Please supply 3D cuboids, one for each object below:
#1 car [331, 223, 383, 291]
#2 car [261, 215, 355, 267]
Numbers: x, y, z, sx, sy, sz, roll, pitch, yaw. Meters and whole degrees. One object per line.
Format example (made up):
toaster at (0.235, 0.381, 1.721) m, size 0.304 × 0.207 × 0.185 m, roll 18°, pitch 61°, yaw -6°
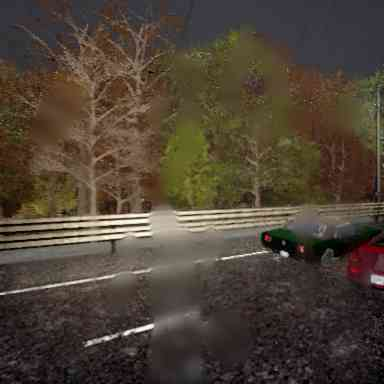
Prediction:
car at (5.412, 1.491, 7.649) m, size 4.674 × 1.442 × 1.812 m, roll 0°, pitch 0°, yaw -36°
car at (4.613, 1.496, 11.345) m, size 4.718 × 1.301 × 1.895 m, roll -2°, pitch 9°, yaw -36°
